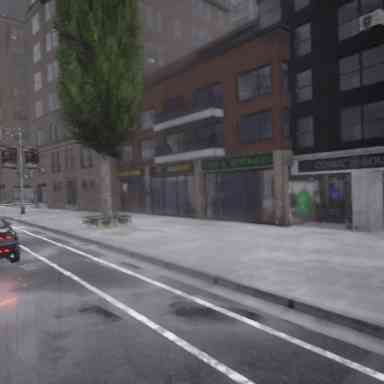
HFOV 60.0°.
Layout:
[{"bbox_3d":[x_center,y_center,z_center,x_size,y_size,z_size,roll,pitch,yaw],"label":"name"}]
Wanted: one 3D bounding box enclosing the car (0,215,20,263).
[{"bbox_3d":[-7.038,1.480,10.937,1.837,1.490,4.892,-3,2,-38],"label":"car"}]
